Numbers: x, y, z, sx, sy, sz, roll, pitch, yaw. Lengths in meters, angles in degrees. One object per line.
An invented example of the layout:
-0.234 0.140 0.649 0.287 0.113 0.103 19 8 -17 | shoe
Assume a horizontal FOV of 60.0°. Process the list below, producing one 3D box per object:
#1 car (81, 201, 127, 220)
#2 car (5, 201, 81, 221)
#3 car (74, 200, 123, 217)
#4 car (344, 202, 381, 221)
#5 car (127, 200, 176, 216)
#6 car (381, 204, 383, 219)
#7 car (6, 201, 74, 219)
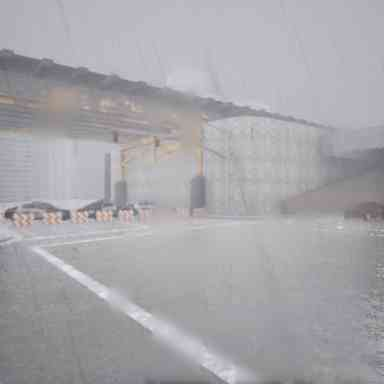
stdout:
-7.931 1.527 28.531 2.038 1.542 4.974 0 0 18 | car
-11.676 1.514 25.845 4.974 1.542 2.038 0 0 8 | car
-7.915 1.370 28.581 1.853 1.218 4.536 0 0 18 | car
14.889 1.575 28.383 5.008 1.535 1.882 0 0 -37 | car
-4.073 1.386 32.285 4.536 1.218 1.853 0 0 -7 | car
16.662 1.689 25.338 4.718 1.301 1.895 0 0 -37 | car
-11.727 1.356 25.853 4.536 1.218 1.853 0 0 8 | car
